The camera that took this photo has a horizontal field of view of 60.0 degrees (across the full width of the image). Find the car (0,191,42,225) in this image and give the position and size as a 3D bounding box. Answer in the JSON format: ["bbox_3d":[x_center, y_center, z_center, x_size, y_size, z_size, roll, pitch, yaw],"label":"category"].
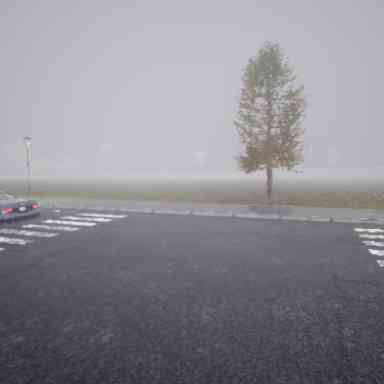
[{"bbox_3d":[-8.360,0.592,12.496,5.357,1.411,2.033,1,5,18],"label":"car"}]
